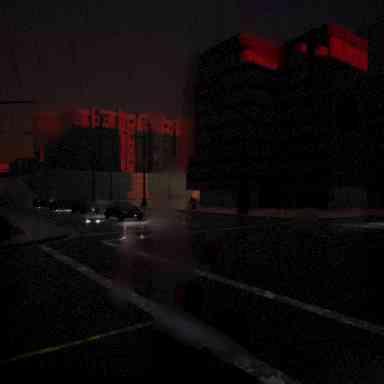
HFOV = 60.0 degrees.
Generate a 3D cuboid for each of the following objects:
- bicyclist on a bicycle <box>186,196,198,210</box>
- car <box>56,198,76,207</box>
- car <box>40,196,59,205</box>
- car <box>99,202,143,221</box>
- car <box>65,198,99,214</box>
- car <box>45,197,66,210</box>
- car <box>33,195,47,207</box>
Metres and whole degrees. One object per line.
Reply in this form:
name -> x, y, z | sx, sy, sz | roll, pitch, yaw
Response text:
bicyclist on a bicycle -> 0.018, 1.304, 38.161 | 1.656, 1.620, 0.582 | 0, 0, -36
car -> -20.400, 1.600, 53.698 | 1.895, 1.301, 4.718 | 0, 0, -36
car -> -26.538, 1.547, 61.956 | 2.033, 1.411, 5.357 | 0, 0, -36
car -> -5.727, 1.526, 27.419 | 1.812, 1.442, 4.674 | 0, 0, -36
car -> -11.232, 1.491, 34.932 | 2.128, 1.511, 4.902 | 0, 0, -36
car -> -17.057, 1.563, 42.892 | 1.994, 1.385, 4.181 | 0, 0, -36
car -> -22.900, 1.351, 50.930 | 2.097, 1.767, 4.553 | 0, 0, -36
